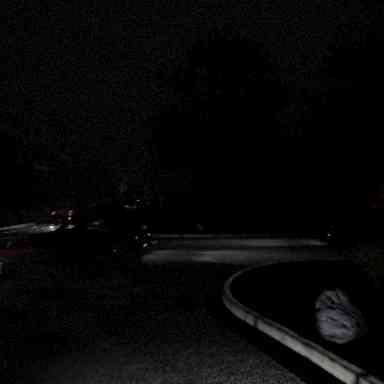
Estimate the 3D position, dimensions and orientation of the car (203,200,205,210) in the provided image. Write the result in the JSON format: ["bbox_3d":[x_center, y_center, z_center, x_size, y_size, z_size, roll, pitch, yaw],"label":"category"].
[{"bbox_3d":[-1.321,1.632,36.589,4.792,1.488,2.163,-1,1,9],"label":"car"}]

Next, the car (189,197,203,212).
[{"bbox_3d":[-1.981,1.667,33.885,5.366,1.575,1.946,-1,1,9],"label":"car"}]

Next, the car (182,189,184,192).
[{"bbox_3d":[-5.395,0.558,92.806,4.792,1.488,2.163,-1,1,9],"label":"car"}]

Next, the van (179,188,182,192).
[{"bbox_3d":[-5.765,0.370,90.021,4.442,1.987,1.878,-1,1,9],"label":"van"}]

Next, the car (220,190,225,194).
[{"bbox_3d":[3.384,0.904,66.747,5.366,1.575,1.946,-1,1,9],"label":"car"}]

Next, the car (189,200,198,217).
[{"bbox_3d":[-2.215,1.762,31.111,4.792,1.488,2.163,-1,1,9],"label":"car"}]

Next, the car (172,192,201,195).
[{"bbox_3d":[0.020,1.284,44.800,4.553,1.767,2.185,-1,1,9],"label":"car"}]

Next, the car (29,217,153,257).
[{"bbox_3d":[-4.061,1.857,13.751,4.718,1.301,1.895,-1,-2,12],"label":"car"}]

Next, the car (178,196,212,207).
[{"bbox_3d":[0.437,1.386,47.547,4.674,1.452,2.002,-1,1,9],"label":"car"}]

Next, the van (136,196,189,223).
[{"bbox_3d":[-2.811,1.573,28.393,4.442,1.987,1.878,-1,1,9],"label":"van"}]

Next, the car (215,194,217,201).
[{"bbox_3d":[0.880,1.282,50.285,5.008,1.535,2.097,-1,1,9],"label":"car"}]

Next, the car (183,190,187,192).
[{"bbox_3d":[-0.114,0.905,75.705,1.895,1.301,4.718,-1,1,9],"label":"car"}]

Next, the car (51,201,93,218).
[{"bbox_3d":[-10.895,1.772,30.476,2.097,1.767,4.553,-1,1,9],"label":"car"}]

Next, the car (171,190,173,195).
[{"bbox_3d":[-7.679,0.898,78.979,4.674,1.452,2.002,-1,1,9],"label":"car"}]

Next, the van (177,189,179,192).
[{"bbox_3d":[-6.446,0.442,87.295,4.442,1.987,1.878,-1,1,9],"label":"van"}]

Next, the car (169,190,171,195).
[{"bbox_3d":[-8.316,0.921,76.243,5.366,1.575,1.946,-1,1,9],"label":"car"}]

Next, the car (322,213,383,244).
[{"bbox_3d":[8.710,1.666,15.645,4.718,1.301,1.895,-2,-2,6],"label":"car"}]

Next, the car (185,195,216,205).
[{"bbox_3d":[1.330,1.259,53.026,4.674,1.452,2.002,-1,1,9],"label":"car"}]

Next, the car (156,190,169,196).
[{"bbox_3d":[-8.618,0.734,73.446,5.566,2.045,2.435,-1,1,9],"label":"car"}]

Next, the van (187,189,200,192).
[{"bbox_3d":[1.890,0.928,55.739,4.442,1.987,1.878,-1,1,9],"label":"van"}]

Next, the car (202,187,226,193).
[{"bbox_3d":[5.770,0.339,80.410,5.566,2.045,2.435,-1,1,9],"label":"car"}]

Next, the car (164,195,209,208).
[{"bbox_3d":[-0.909,1.539,39.331,4.892,1.521,2.231,-1,1,9],"label":"car"}]

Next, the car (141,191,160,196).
[{"bbox_3d":[-7.202,1.244,52.956,2.097,1.767,4.553,-1,1,10],"label":"car"}]

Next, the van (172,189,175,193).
[{"bbox_3d":[-7.119,0.567,81.721,4.442,1.987,1.878,-1,1,9],"label":"van"}]

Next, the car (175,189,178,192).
[{"bbox_3d":[-6.784,0.731,84.511,5.008,1.535,2.097,-1,1,9],"label":"car"}]
